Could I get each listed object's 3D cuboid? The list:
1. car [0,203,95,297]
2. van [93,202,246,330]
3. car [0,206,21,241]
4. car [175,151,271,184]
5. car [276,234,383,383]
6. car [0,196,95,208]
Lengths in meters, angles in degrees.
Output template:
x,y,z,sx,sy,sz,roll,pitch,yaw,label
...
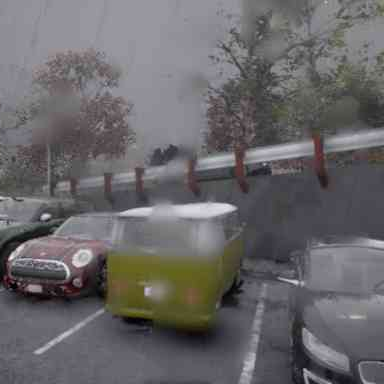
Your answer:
x,y,z,sx,sy,sz,roll,pitch,yaw,label
-2.455,1.318,8.656,2.185,1.767,4.553,1,0,15,car
0.020,1.238,6.989,1.878,1.987,4.442,0,-1,15,van
-9.866,1.416,13.908,2.163,1.488,4.792,0,-1,16,car
1.261,-1.015,14.516,4.181,1.385,1.994,-5,-3,36,car
2.459,1.483,5.127,2.231,1.521,4.892,1,0,15,car
-4.927,1.173,10.351,2.435,2.045,5.566,1,0,15,car
